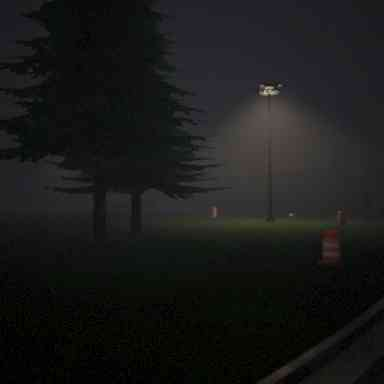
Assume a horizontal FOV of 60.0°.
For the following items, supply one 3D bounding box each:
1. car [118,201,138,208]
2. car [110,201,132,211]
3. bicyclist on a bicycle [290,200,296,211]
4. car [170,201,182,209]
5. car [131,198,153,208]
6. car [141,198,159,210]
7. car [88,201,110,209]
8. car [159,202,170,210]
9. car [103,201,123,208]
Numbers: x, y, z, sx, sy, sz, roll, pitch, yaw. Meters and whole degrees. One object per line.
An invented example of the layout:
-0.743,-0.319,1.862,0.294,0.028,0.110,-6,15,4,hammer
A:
-13.757,2.621,71.110,2.128,1.511,4.902,0,-1,-42,car
-11.967,2.524,58.623,1.882,1.535,5.008,0,-1,-41,car
15.157,2.041,49.938,1.656,1.620,0.582,0,-1,-42,bicyclist on a bicycle
-4.113,2.591,65.592,1.882,1.535,5.008,0,-1,-41,car
-11.161,2.344,73.461,2.150,2.045,5.566,0,-1,-42,car
-8.822,2.279,60.338,2.150,2.045,5.566,0,-1,-38,car
-18.991,2.705,66.461,2.033,1.411,5.357,0,-1,-42,car
-6.819,2.619,63.372,1.812,1.442,4.674,0,-1,-40,car
-16.374,2.551,68.787,1.882,1.535,5.008,0,-1,-42,car
